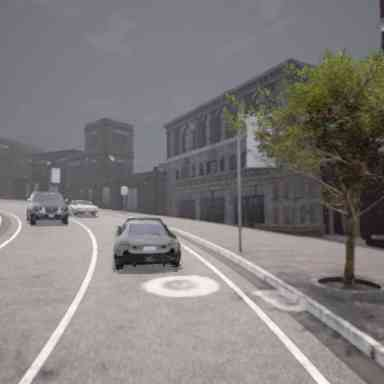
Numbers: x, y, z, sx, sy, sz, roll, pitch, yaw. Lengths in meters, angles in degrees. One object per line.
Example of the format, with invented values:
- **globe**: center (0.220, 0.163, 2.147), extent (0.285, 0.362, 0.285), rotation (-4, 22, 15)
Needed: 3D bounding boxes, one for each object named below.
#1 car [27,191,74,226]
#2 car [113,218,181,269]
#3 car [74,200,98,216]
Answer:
- **car**: center (-9.579, 0.997, 22.004), extent (2.150, 2.045, 5.566), rotation (2, 0, -29)
- **car**: center (-1.636, 1.551, 11.293), extent (1.994, 1.385, 4.181), rotation (1, 0, -13)
- **car**: center (-10.028, 1.395, 29.534), extent (1.895, 1.301, 4.718), rotation (3, -1, -35)
